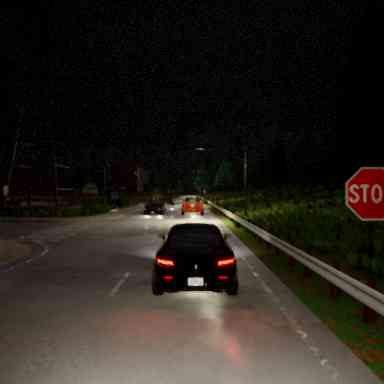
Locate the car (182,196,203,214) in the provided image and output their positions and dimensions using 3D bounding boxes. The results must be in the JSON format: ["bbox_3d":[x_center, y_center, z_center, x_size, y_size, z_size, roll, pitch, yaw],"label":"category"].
[{"bbox_3d":[0.051,1.309,33.639,2.097,1.767,4.553,0,0,0],"label":"car"}]

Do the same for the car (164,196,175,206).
[{"bbox_3d":[-3.570,1.268,49.075,1.812,1.442,4.674,0,0,0],"label":"car"}]

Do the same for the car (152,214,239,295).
[{"bbox_3d":[0.068,1.515,8.534,1.812,1.442,4.674,0,0,0],"label":"car"}]

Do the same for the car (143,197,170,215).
[{"bbox_3d":[-3.646,1.505,33.362,2.033,1.411,5.357,0,0,0],"label":"car"}]
